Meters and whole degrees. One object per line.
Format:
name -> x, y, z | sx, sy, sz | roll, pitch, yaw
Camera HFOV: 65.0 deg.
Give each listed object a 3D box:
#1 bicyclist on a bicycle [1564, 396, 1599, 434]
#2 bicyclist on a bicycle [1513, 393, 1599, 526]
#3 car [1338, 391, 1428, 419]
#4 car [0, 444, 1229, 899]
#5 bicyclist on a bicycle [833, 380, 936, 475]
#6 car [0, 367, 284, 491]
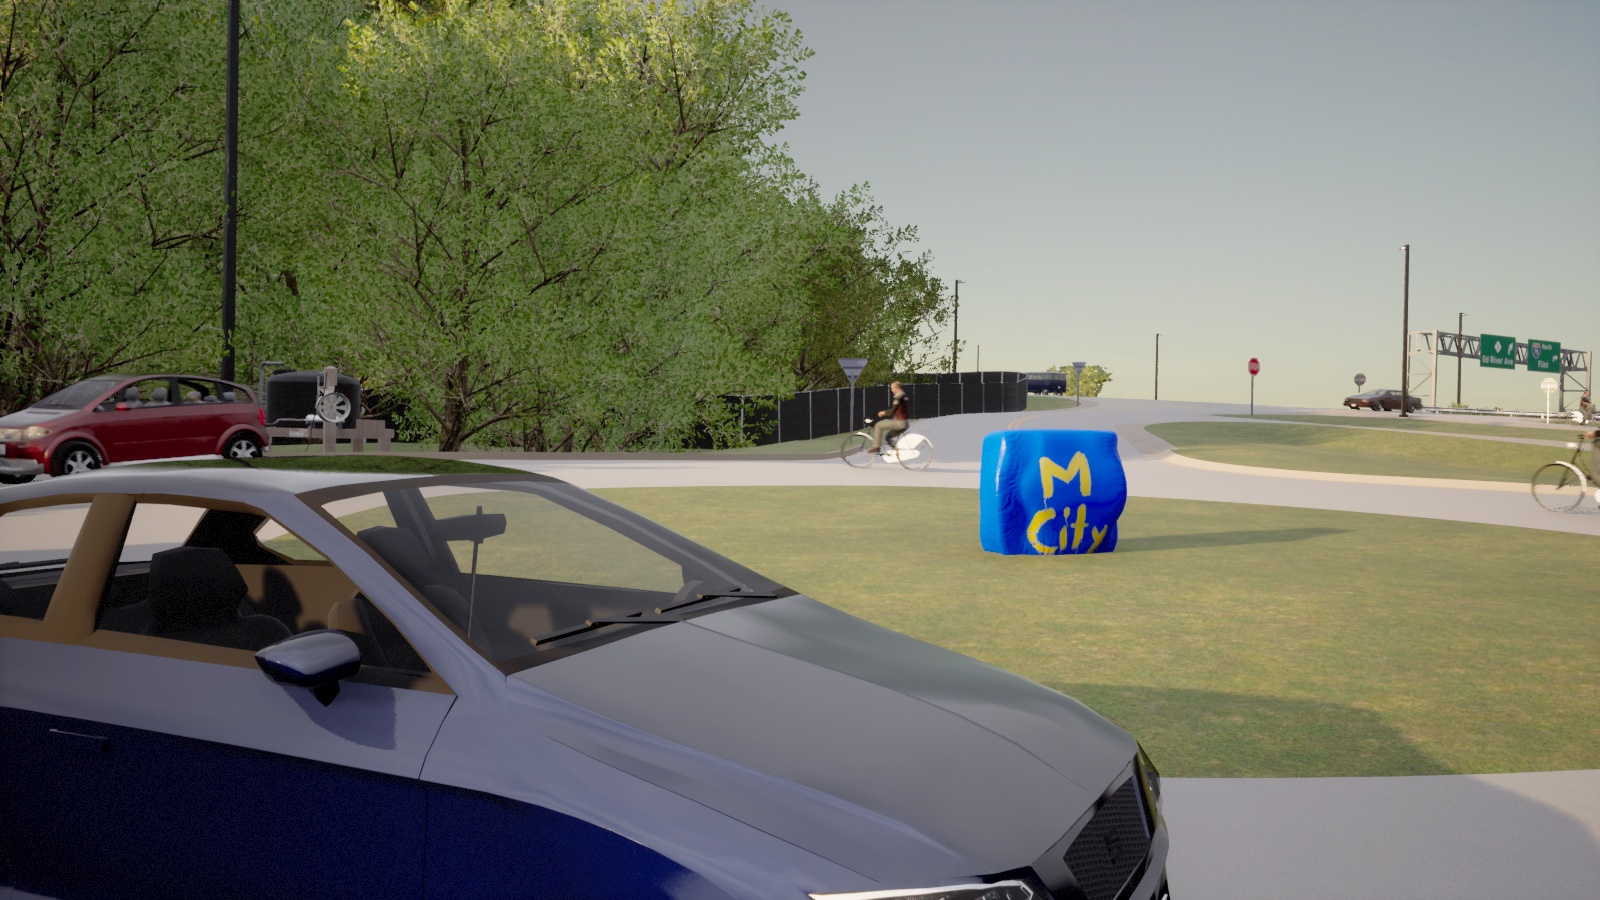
bicyclist on a bicycle -> 38.970, -1.701, 62.030 | 0.659, 1.776, 1.843 | 2, 4, -30
bicyclist on a bicycle -> 10.935, 0.121, 17.232 | 0.659, 1.776, 1.843 | -1, 3, -31
car -> 35.921, -2.782, 77.340 | 5.357, 1.411, 2.033 | 2, 4, -27
car -> -1.101, 0.752, 3.616 | 4.193, 1.474, 1.816 | 1, 2, 27
bicyclist on a bicycle -> 1.663, -0.456, 24.737 | 1.843, 1.776, 0.659 | 3, 4, 18
car -> -9.710, -0.403, 18.270 | 1.789, 1.549, 3.705 | 3, 5, 30
